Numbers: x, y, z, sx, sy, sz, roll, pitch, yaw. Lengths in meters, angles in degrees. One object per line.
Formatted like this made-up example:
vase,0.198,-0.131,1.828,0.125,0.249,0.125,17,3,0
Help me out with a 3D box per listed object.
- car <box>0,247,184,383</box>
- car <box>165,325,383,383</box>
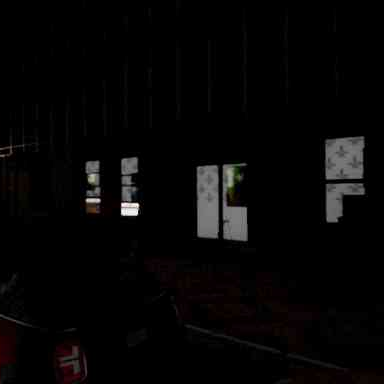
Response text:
car,-2.120,1.470,4.387,4.097,1.590,1.967,-1,0,36
car,2.339,1.516,1.205,4.829,1.417,1.752,-1,0,36
